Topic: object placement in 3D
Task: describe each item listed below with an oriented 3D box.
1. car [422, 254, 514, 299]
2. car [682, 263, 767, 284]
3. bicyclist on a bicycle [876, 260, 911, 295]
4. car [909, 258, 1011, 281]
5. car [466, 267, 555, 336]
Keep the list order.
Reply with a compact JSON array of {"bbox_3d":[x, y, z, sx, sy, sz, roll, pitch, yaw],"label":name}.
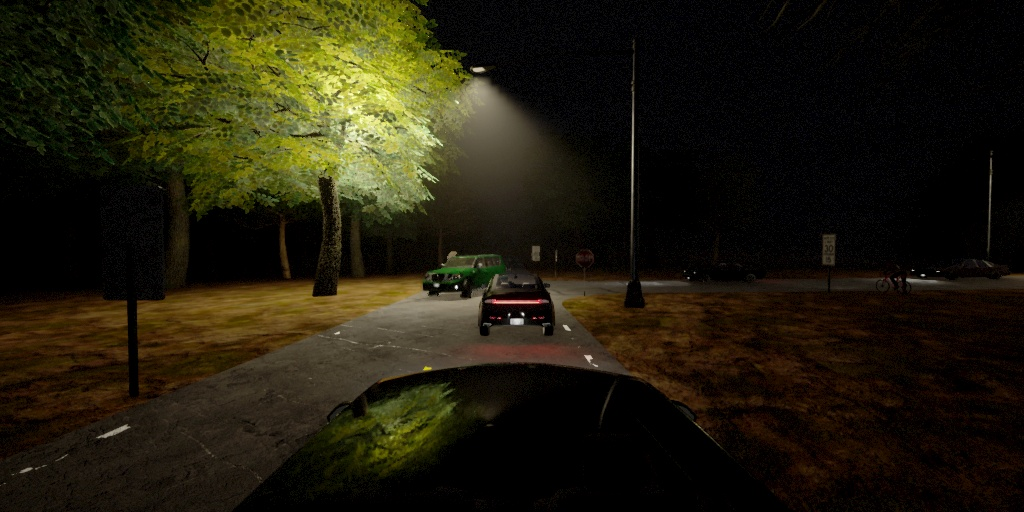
[{"bbox_3d":[-2.199,0.941,18.389,2.150,2.045,5.566,-1,0,25],"label":"car"},{"bbox_3d":[14.085,1.132,24.037,4.718,1.301,1.895,-1,1,2],"label":"car"},{"bbox_3d":[18.570,1.038,17.492,0.582,1.620,1.656,-1,0,0],"label":"bicyclist on a bicycle"},{"bbox_3d":[30.249,0.879,24.236,5.357,1.411,2.033,-1,1,-4],"label":"car"},{"bbox_3d":[0.113,1.235,10.360,2.128,1.511,4.902,0,0,0],"label":"car"}]
